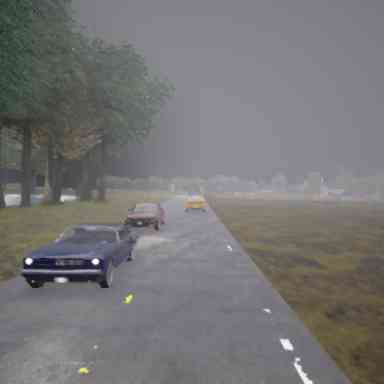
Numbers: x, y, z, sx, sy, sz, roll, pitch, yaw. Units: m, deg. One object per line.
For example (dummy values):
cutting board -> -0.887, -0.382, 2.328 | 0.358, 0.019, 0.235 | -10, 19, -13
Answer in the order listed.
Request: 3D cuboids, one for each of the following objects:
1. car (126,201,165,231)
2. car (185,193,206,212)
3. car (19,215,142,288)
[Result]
car -> -2.699, 1.329, 19.846 | 1.882, 1.535, 5.008 | 0, 1, 0
car -> 0.356, 1.146, 33.739 | 1.882, 1.535, 5.008 | 0, 1, 0
car -> -2.792, 1.569, 9.325 | 1.895, 1.301, 4.718 | 0, 0, 0
